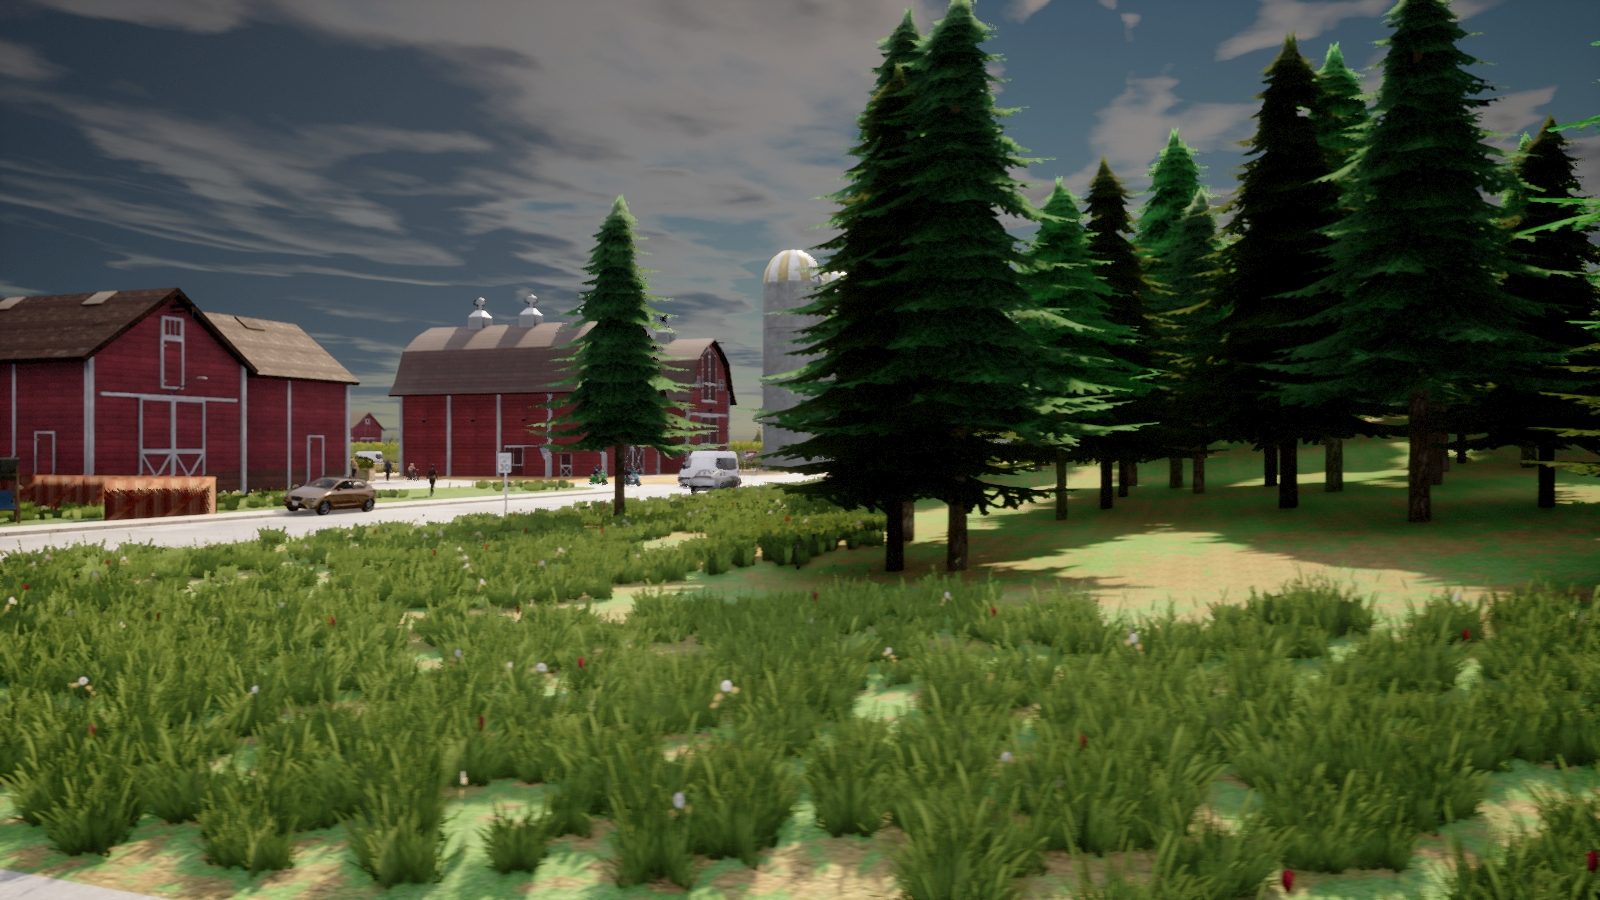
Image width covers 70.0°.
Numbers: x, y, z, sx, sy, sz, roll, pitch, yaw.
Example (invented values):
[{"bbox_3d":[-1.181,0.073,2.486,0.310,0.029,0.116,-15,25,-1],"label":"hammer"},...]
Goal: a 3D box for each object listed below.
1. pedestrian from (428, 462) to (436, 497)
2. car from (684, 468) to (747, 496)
[{"bbox_3d":[-19.470,1.558,60.470,0.375,1.860,0.375,0,0,-9],"label":"pedestrian"},{"bbox_3d":[-5.097,1.914,69.536,2.128,1.511,4.902,0,0,18],"label":"car"}]
